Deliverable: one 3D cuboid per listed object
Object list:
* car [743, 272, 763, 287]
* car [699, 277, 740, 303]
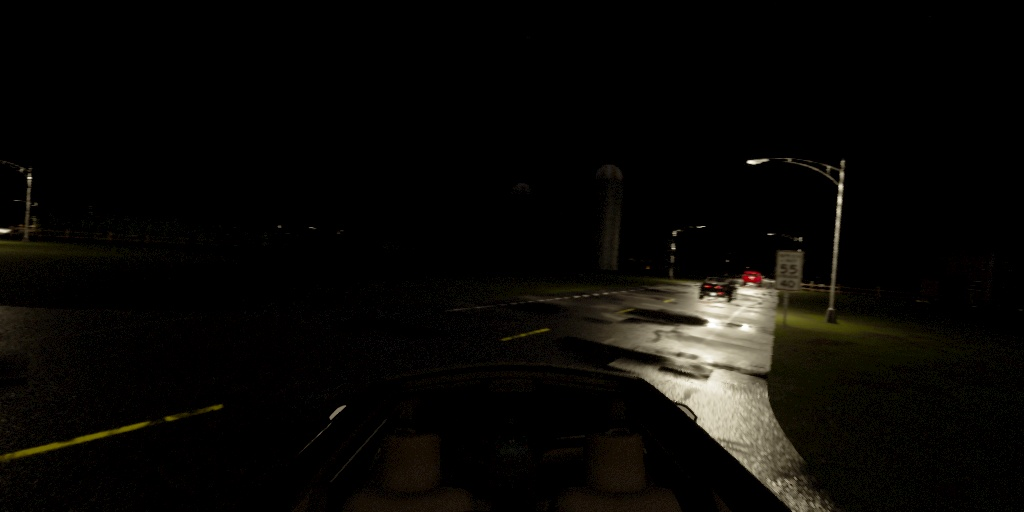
[{"bbox_3d":[36.050,3.475,53.690,2.150,2.045,5.566,5,0,37],"label":"car"},{"bbox_3d":[13.975,2.201,24.178,1.837,1.490,4.892,5,0,37],"label":"car"}]
